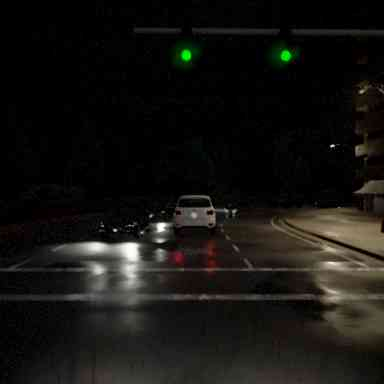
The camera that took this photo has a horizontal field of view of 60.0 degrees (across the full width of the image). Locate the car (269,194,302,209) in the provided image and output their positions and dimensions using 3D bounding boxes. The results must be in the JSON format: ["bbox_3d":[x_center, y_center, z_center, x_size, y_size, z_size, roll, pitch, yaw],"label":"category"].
[{"bbox_3d":[13.140,1.239,46.626,5.566,2.045,2.150,0,0,-41],"label":"car"}]

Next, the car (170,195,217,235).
[{"bbox_3d":[0.236,1.201,19.010,2.150,2.045,5.566,0,0,3],"label":"car"}]

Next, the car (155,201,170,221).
[{"bbox_3d":[-2.409,1.479,26.697,1.837,1.490,4.892,0,0,13],"label":"car"}]

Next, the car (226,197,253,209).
[{"bbox_3d":[6.399,1.491,44.853,2.128,1.511,4.902,0,0,38],"label":"car"}]

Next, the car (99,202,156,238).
[{"bbox_3d":[-3.346,1.475,17.460,1.837,1.490,4.892,0,0,3],"label":"car"}]

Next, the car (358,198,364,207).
[{"bbox_3d":[27.719,1.558,50.540,4.892,1.490,1.837,0,0,-15],"label":"car"}]

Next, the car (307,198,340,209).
[{"bbox_3d":[18.220,1.576,46.082,5.357,1.411,2.033,0,0,-34],"label":"car"}]

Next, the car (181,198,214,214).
[{"bbox_3d":[0.680,1.461,36.223,1.882,1.535,5.008,0,0,23],"label":"car"}]
